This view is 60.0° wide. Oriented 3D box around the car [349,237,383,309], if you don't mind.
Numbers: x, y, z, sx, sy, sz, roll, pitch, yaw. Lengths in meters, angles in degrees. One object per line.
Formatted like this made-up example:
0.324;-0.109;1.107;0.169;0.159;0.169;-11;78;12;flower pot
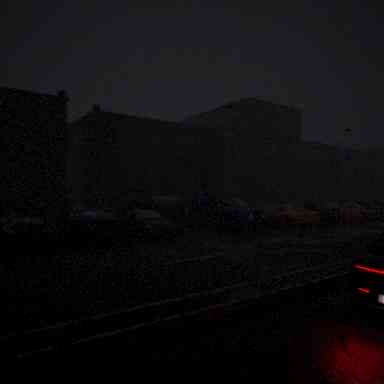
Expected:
5.146;1.511;6.797;4.892;1.490;1.837;0;0;-35;car

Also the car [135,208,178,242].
-2.539;1.532;16.898;2.002;1.452;4.674;0;0;-36;car

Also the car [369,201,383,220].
13.252;1.519;28.004;1.946;1.575;5.366;0;0;-36;car

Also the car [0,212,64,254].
-7.015;1.535;13.677;2.002;1.452;4.674;0;0;-36;car

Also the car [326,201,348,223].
8.641;1.537;24.962;2.163;1.488;4.792;0;0;-36;car

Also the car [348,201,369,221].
10.789;1.511;26.697;1.946;1.575;5.366;0;0;-36;car

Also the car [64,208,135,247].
-4.774;1.493;15.283;2.097;1.535;5.008;0;0;-36;car

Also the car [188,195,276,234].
1.958;1.243;20.090;2.435;2.045;5.566;0;0;-36;car

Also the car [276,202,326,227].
6.310;1.498;23.480;1.946;1.575;5.366;0;0;-36;car
